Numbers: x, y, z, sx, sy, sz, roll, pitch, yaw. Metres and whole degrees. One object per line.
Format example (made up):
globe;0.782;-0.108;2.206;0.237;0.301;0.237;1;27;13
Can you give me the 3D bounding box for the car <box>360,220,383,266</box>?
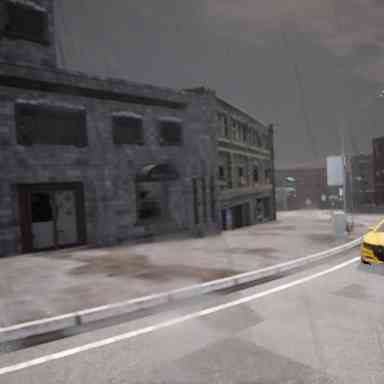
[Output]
car;7.360;1.618;11.477;1.882;1.535;5.008;-1;-2;41
